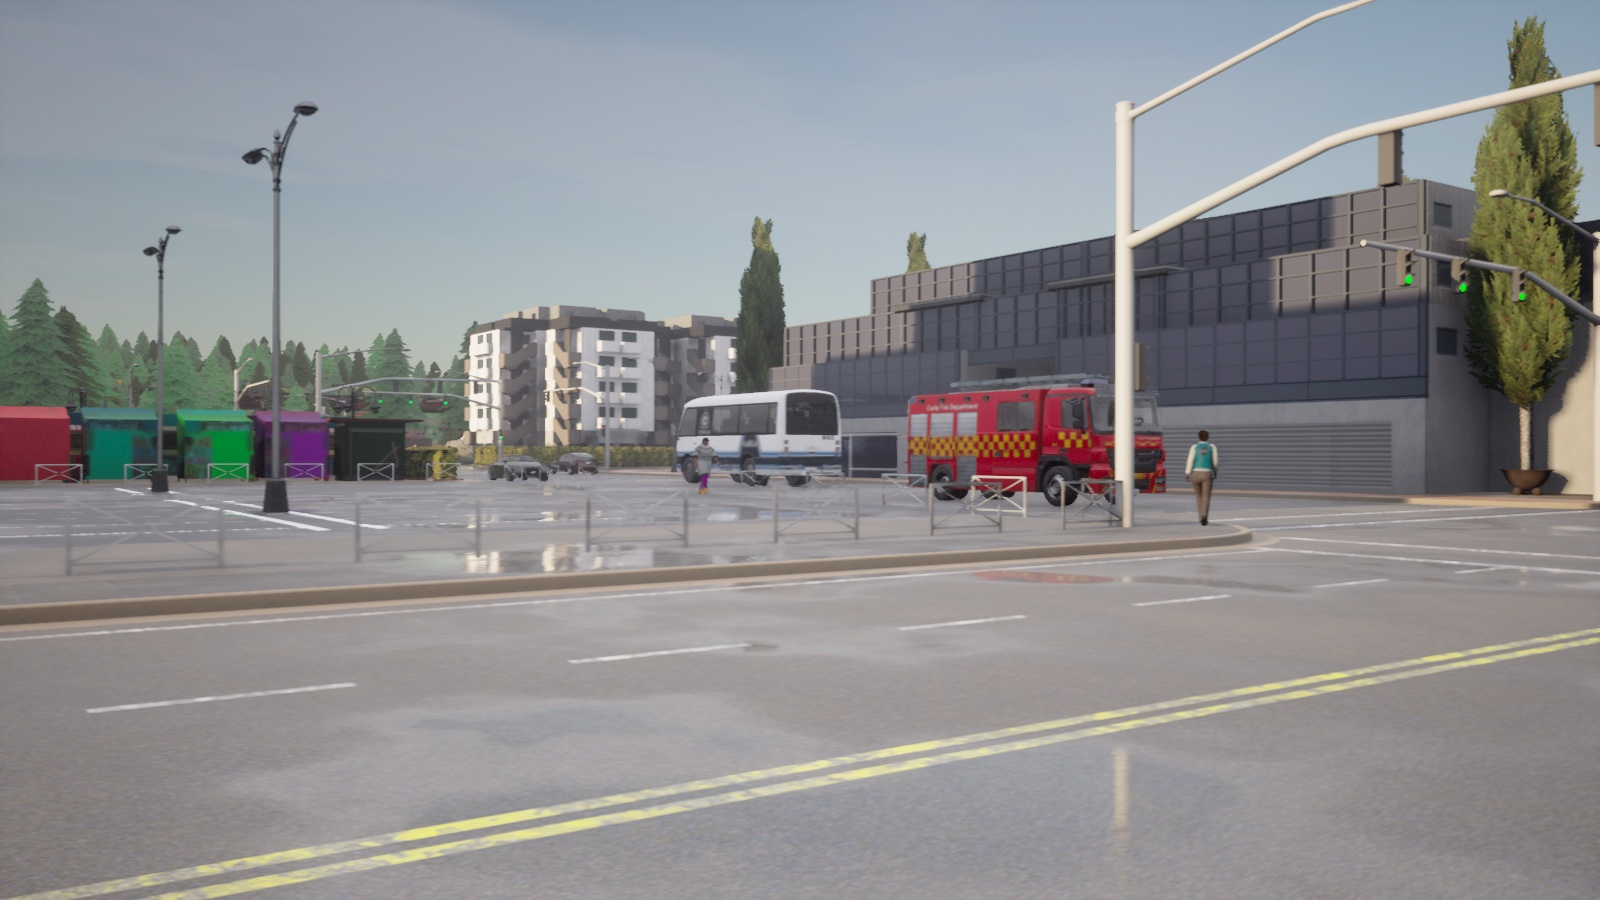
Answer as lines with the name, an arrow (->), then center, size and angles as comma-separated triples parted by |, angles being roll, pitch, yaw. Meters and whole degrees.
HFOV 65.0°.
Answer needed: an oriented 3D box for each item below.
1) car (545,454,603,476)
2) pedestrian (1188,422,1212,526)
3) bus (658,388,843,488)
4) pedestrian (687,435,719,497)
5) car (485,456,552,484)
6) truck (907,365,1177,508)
car -> -15.270, 0.985, 84.703 | 2.163, 1.488, 4.792 | 0, 0, -33
pedestrian -> 7.537, 0.445, 23.635 | 0.396, 1.930, 0.692 | 0, 0, 20
bus -> -2.550, -0.482, 58.841 | 3.944, 4.253, 10.273 | 0, 0, -33
pedestrian -> -3.088, 0.508, 39.958 | 0.659, 1.952, 0.873 | 0, 0, -32
car -> -14.414, 0.997, 64.199 | 1.994, 1.385, 4.181 | 0, 0, -33
truck -> 7.001, -0.342, 37.854 | 2.891, 3.827, 8.468 | 0, 0, -33
